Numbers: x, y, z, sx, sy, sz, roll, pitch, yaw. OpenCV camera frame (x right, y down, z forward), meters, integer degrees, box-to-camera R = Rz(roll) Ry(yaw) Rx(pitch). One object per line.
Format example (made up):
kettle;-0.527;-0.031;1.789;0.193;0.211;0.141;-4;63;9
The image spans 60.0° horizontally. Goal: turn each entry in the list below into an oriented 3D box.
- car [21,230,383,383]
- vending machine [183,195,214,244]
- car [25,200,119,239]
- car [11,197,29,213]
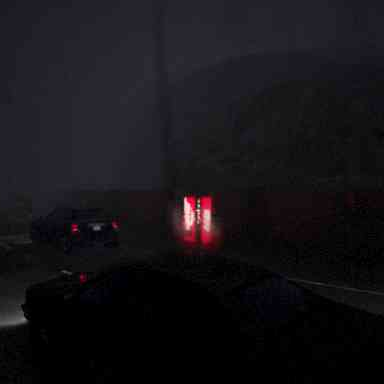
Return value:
car;-0.213;1.548;4.333;5.357;1.411;2.033;0;0;40
vending machine;0.287;1.195;15.033;1.100;2.100;0.880;0;0;-45
car;-4.926;1.351;13.683;2.097;1.767;4.553;0;0;-43
car;-19.346;1.352;37.825;2.097;1.767;4.553;0;0;-26
